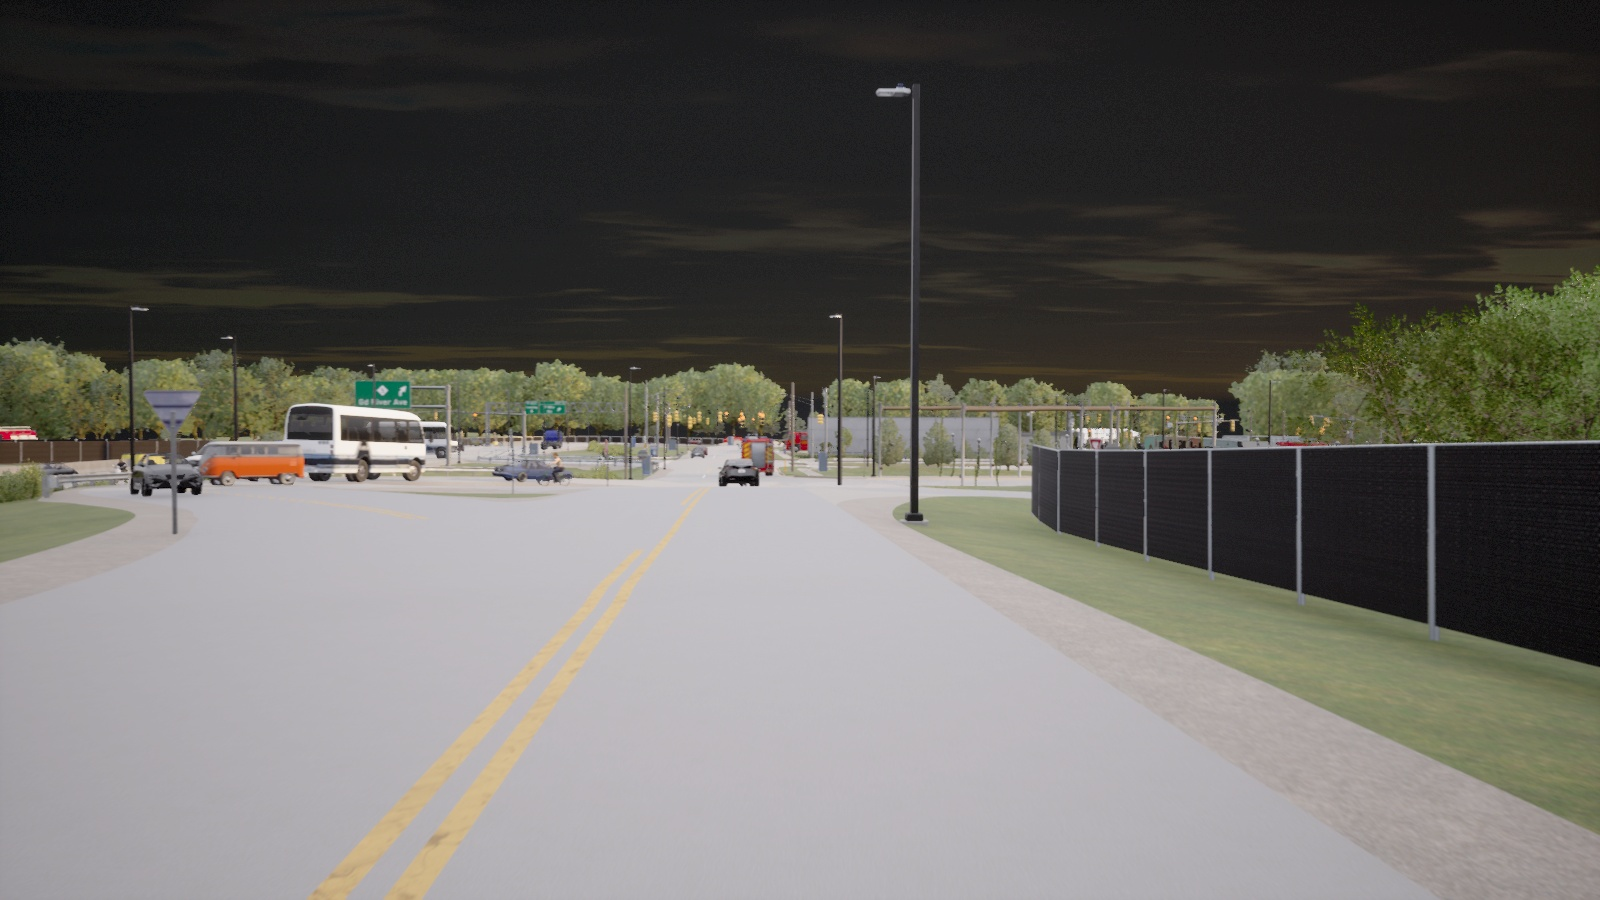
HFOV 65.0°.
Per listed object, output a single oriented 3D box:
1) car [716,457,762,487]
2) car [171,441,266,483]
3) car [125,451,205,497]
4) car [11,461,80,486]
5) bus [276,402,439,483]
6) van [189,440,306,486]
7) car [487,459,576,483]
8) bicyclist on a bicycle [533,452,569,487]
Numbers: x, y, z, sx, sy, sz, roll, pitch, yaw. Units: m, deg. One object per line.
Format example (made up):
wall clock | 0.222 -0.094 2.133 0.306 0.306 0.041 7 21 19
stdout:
car | -3.275 1.212 66.509 2.163 1.488 4.792 0 -2 -6
car | -30.087 0.621 65.215 2.150 2.045 5.566 0 0 2
car | -21.778 0.789 42.996 1.816 1.474 4.193 -1 0 -36
car | -47.595 1.455 79.344 1.994 1.385 4.181 0 1 -3
bus | -25.214 -0.347 72.375 3.944 4.253 10.273 1 -1 12
van | -24.566 0.571 55.937 4.442 1.987 1.775 0 -1 -41
car | -17.590 1.375 82.471 5.357 1.411 2.033 2 1 -43
bicyclist on a bicycle | -11.681 0.903 58.945 1.509 1.612 0.866 0 0 -1
